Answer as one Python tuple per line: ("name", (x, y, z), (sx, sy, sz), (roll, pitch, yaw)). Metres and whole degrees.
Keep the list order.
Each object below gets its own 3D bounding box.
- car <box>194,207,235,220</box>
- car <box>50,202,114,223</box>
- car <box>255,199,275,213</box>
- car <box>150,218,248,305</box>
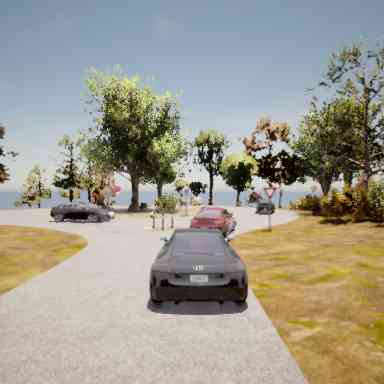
("car", (1.186, 1.536, 17.789), (1.812, 1.442, 4.674), (0, 0, 14))
("car", (-8.300, 1.505, 25.091), (4.902, 1.511, 2.128), (0, 0, 15))
("car", (8.099, 1.527, 37.059), (1.837, 1.490, 4.892), (2, 0, 11))
("car", (0.134, 1.569, 8.171), (1.994, 1.385, 4.181), (0, 0, 0))
